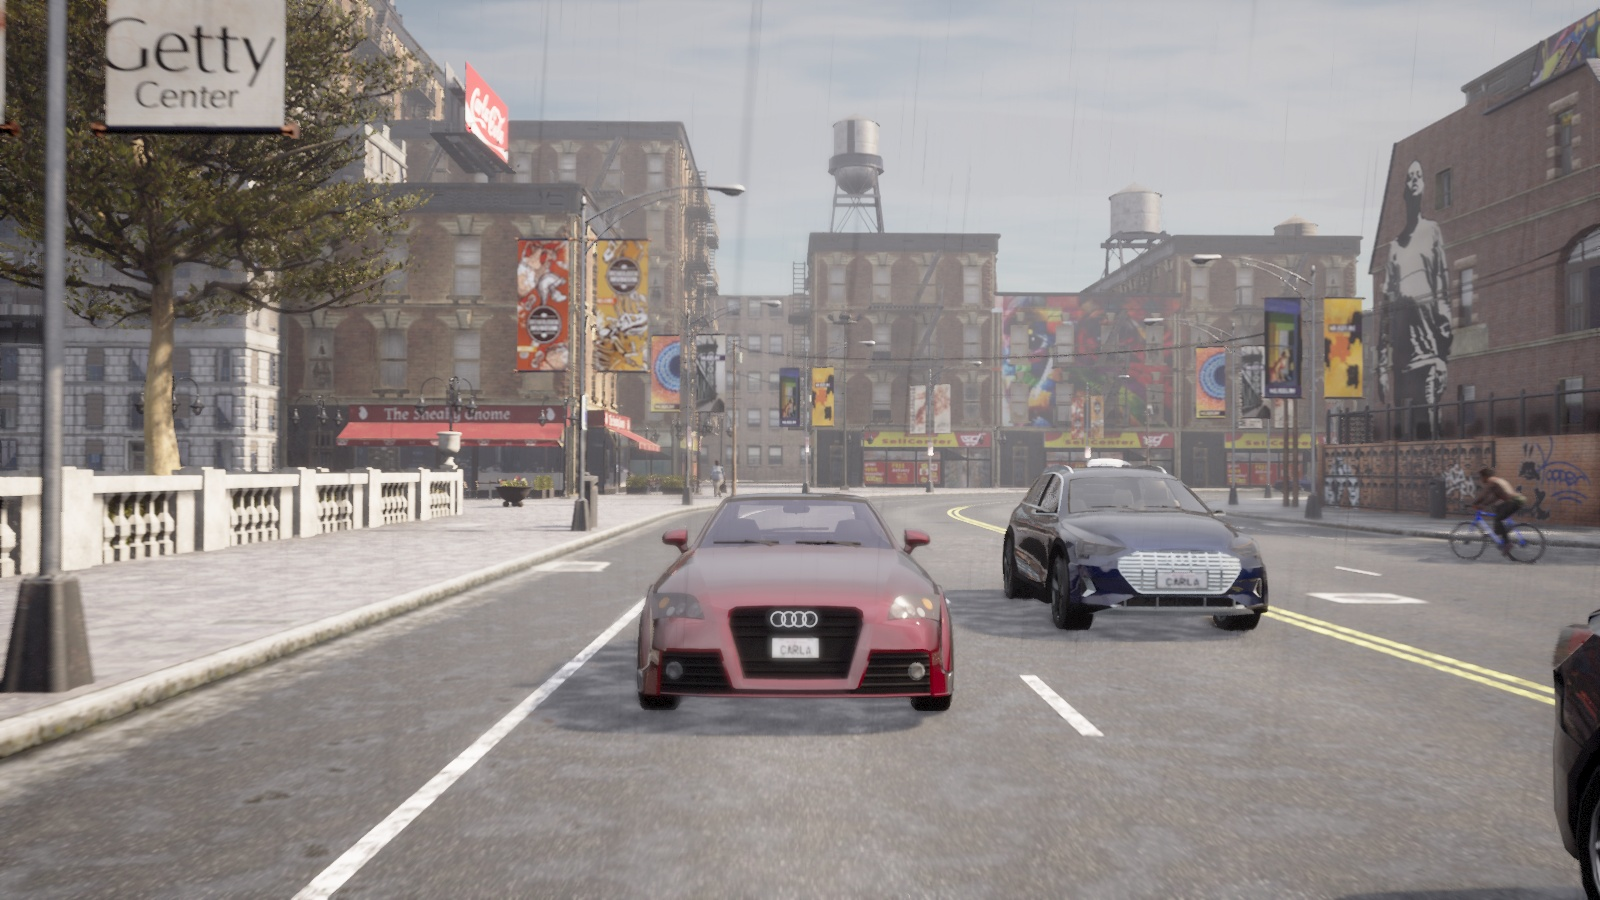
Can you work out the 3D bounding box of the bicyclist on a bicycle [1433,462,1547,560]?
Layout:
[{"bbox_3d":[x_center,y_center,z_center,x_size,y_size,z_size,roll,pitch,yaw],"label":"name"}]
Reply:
[{"bbox_3d":[11.965,1.042,21.814,0.582,1.620,1.656,2,-2,-33],"label":"bicyclist on a bicycle"}]

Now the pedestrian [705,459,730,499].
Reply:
[{"bbox_3d":[-3.851,1.356,58.510,0.874,1.855,0.900,-1,-1,20],"label":"pedestrian"}]

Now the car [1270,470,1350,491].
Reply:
[{"bbox_3d":[34.061,2.026,83.847,4.718,1.301,1.895,0,-1,-14],"label":"car"}]

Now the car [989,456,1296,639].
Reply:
[{"bbox_3d":[3.467,0.936,13.810,2.033,1.649,4.856,0,-1,0],"label":"car"}]

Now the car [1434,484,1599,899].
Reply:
[{"bbox_3d":[3.493,0.833,2.352,2.163,1.488,4.792,0,-1,0],"label":"car"}]

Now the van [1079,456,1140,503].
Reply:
[{"bbox_3d":[13.945,1.321,56.467,2.069,2.038,4.480,-1,-1,22],"label":"van"}]

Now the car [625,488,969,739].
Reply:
[{"bbox_3d":[-0.022,1.016,9.399,1.994,1.385,4.181,0,-1,0],"label":"car"}]
